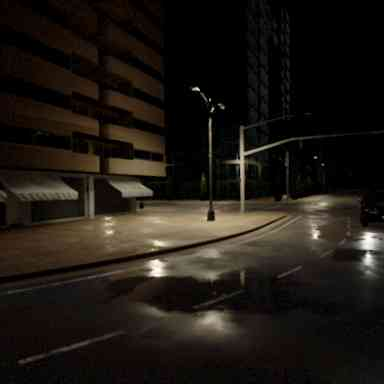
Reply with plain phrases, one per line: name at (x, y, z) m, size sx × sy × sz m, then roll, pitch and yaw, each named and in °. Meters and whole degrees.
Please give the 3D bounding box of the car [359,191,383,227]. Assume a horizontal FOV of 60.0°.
car at (11.546, 0.973, 20.330) m, size 2.150 × 2.045 × 5.566 m, roll 0°, pitch 1°, yaw 25°
